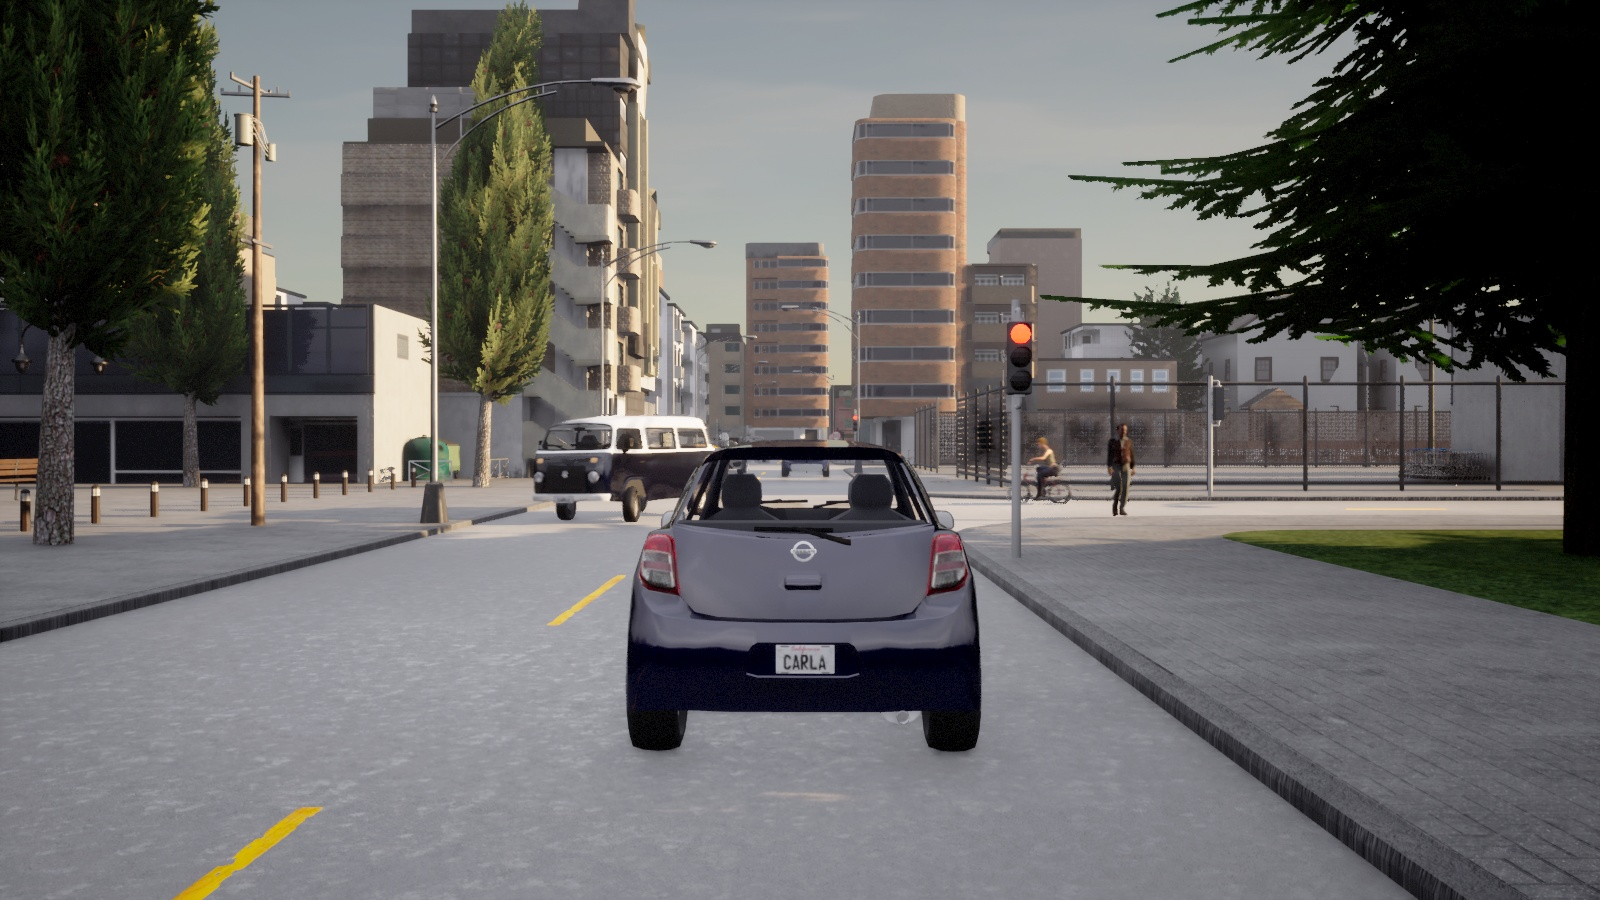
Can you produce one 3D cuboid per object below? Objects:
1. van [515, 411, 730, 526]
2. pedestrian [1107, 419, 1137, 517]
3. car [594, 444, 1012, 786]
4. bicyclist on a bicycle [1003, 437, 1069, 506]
[{"bbox_3d":[-3.362,0.327,24.765,2.069,2.038,4.480,-1,0,25],"label":"van"},{"bbox_3d":[6.191,0.339,24.145,0.376,1.854,0.720,0,0,-1],"label":"pedestrian"},{"bbox_3d":[0.036,0.719,7.361,1.845,1.501,3.633,0,0,1],"label":"car"},{"bbox_3d":[5.670,0.517,30.208,1.509,1.612,0.866,0,-2,8],"label":"bicyclist on a bicycle"}]
